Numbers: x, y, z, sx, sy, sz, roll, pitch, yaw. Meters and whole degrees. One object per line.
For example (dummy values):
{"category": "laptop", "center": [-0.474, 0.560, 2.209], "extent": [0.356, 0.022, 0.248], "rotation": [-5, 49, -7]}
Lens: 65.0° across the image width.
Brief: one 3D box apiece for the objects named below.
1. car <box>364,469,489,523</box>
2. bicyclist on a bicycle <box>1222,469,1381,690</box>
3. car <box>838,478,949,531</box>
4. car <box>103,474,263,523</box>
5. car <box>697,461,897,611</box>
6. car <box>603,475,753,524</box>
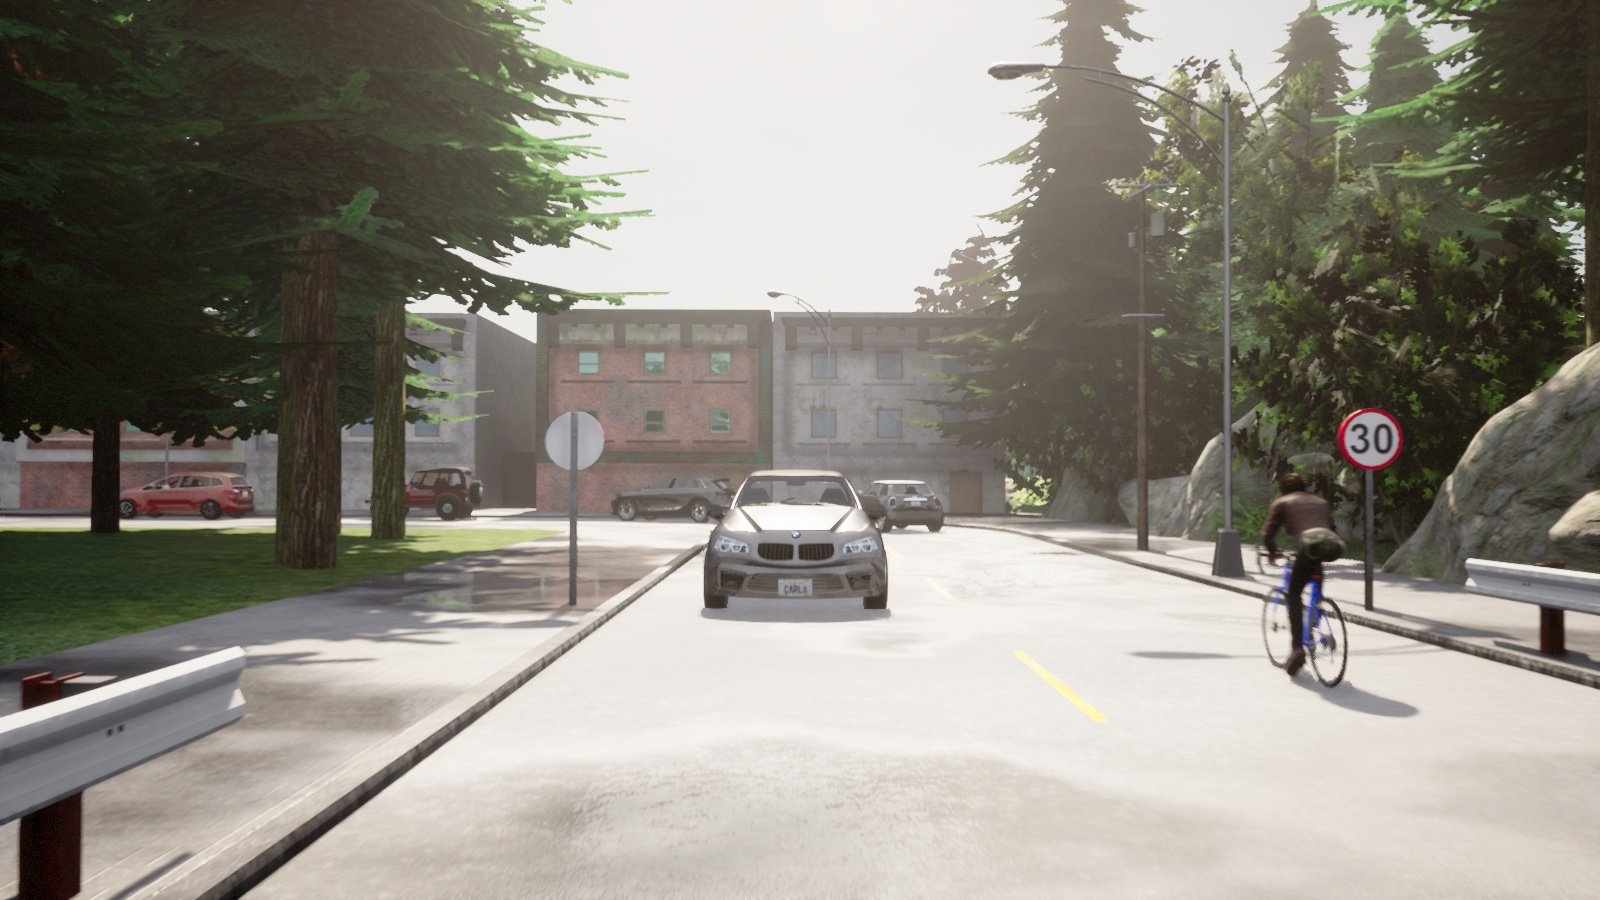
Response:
{"category": "car", "center": [-13.243, 1.611, 44.652], "extent": [3.866, 1.878, 1.905], "rotation": [0, -1, 0]}
{"category": "bicyclist on a bicycle", "center": [3.974, 0.971, 10.082], "extent": [0.582, 1.620, 1.656], "rotation": [0, -1, 0]}
{"category": "car", "center": [2.720, 1.563, 37.248], "extent": [1.970, 1.475, 3.806], "rotation": [0, -1, -18]}
{"category": "car", "center": [-21.878, 1.695, 44.673], "extent": [4.611, 1.667, 2.242], "rotation": [0, -1, 0]}
{"category": "car", "center": [-0.042, 1.012, 16.412], "extent": [2.242, 1.667, 4.611], "rotation": [0, -1, 0]}
{"category": "car", "center": [-4.286, 1.697, 43.985], "extent": [4.856, 1.649, 2.033], "rotation": [-1, -1, 24]}
